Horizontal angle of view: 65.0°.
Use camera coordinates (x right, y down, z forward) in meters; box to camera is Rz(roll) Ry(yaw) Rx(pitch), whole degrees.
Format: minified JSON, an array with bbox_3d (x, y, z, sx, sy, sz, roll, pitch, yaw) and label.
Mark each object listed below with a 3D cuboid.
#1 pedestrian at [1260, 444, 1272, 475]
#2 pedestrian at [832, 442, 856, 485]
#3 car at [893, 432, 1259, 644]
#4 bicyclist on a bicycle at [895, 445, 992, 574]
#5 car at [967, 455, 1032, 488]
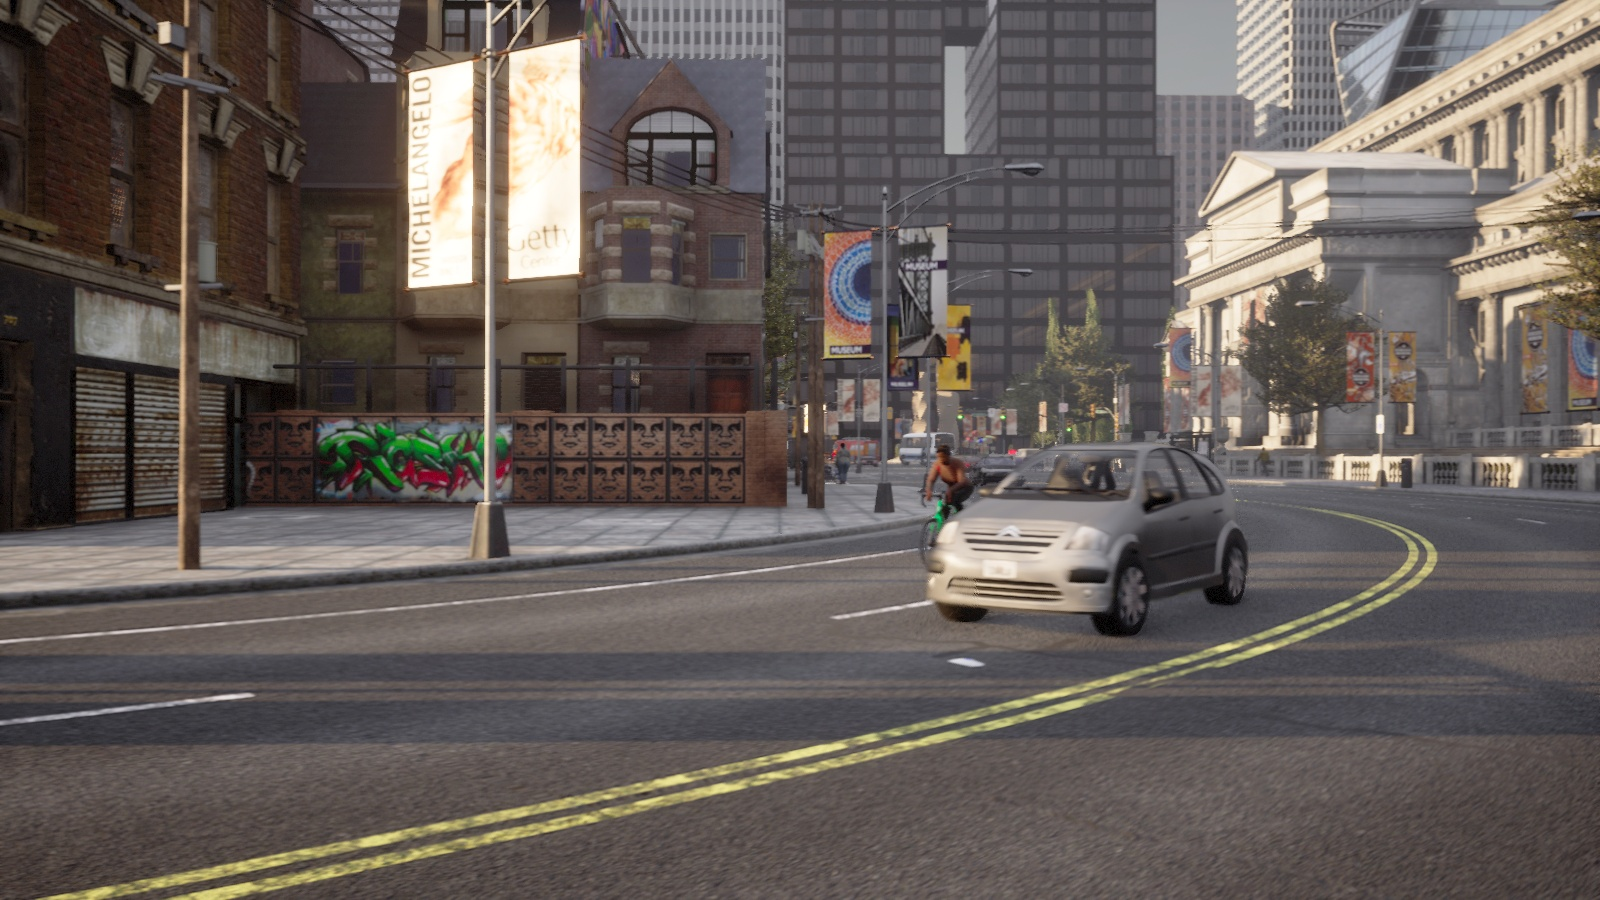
[{"bbox_3d":[27.744,0.571,74.748,0.370,1.835,0.726,0,0,-9],"label":"pedestrian"},{"bbox_3d":[1.908,0.574,54.479,0.874,1.855,0.900,0,0,-10],"label":"pedestrian"},{"bbox_3d":[2.727,0.674,11.699,1.851,1.617,3.988,0,0,37],"label":"car"},{"bbox_3d":[1.921,0.747,16.613,0.582,1.620,1.656,-1,0,33],"label":"bicyclist on a bicycle"},{"bbox_3d":[9.038,0.955,57.350,2.033,1.411,5.357,0,0,-1],"label":"car"}]
